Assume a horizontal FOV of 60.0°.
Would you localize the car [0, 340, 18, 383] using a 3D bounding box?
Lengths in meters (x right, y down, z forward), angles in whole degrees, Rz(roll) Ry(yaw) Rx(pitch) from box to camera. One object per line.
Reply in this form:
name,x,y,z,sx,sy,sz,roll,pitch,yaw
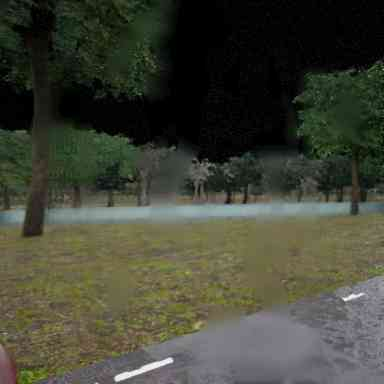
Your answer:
car,-3.153,1.488,0.814,5.008,1.535,1.882,0,0,-35
